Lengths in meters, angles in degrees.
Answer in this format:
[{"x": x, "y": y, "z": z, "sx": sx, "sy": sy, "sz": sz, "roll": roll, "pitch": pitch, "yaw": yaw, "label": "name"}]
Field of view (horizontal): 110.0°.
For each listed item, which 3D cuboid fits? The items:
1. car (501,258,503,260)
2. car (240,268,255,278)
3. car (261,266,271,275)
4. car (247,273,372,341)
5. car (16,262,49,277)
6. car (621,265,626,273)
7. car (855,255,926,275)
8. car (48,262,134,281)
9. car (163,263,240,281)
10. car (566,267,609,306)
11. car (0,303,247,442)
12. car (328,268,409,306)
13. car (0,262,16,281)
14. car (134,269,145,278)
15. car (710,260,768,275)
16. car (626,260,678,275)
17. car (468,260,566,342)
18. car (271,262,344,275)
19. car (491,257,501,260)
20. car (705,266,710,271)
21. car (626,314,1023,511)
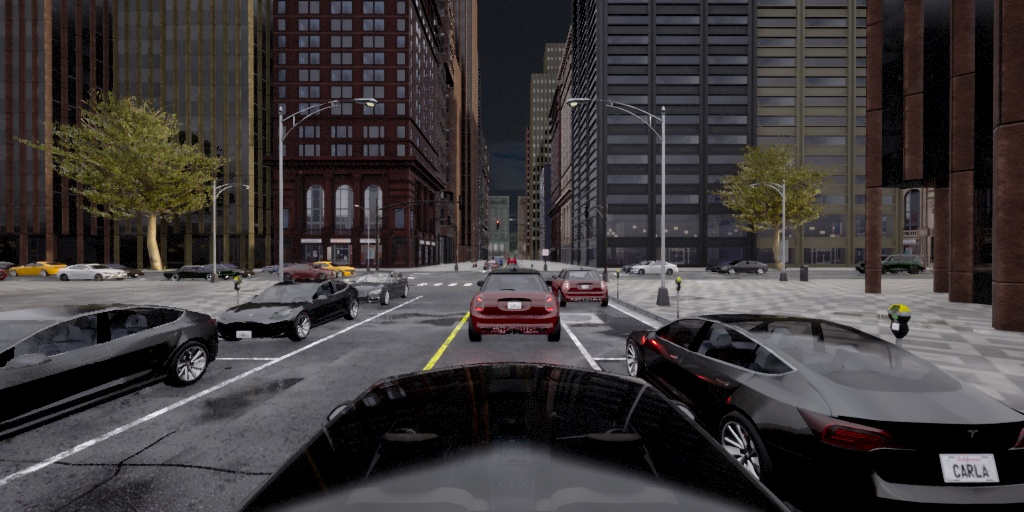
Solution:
[{"x": -3.025, "y": 1.380, "z": 61.337, "sx": 1.895, "sy": 1.301, "sz": 4.718, "roll": 0, "pitch": 0, "yaw": 0, "label": "car"}, {"x": -27.256, "y": 1.379, "z": 33.611, "sx": 5.357, "sy": 1.411, "sz": 2.033, "roll": 0, "pitch": 0, "yaw": 0, "label": "car"}, {"x": -24.994, "y": 1.341, "z": 40.313, "sx": 5.357, "sy": 1.411, "sz": 2.033, "roll": 0, "pitch": 0, "yaw": 0, "label": "car"}, {"x": -5.756, "y": 1.316, "z": 9.884, "sx": 1.948, "sy": 1.339, "sz": 4.313, "roll": 0, "pitch": 0, "yaw": 0, "label": "car"}, {"x": -48.619, "y": 1.354, "z": 37.033, "sx": 5.008, "sy": 1.535, "sz": 1.882, "roll": -1, "pitch": 0, "yaw": 0, "label": "car"}, {"x": 14.726, "y": 1.218, "z": 40.360, "sx": 4.674, "sy": 1.442, "sz": 1.812, "roll": 0, "pitch": 0, "yaw": 0, "label": "car"}, {"x": 39.012, "y": 0.877, "z": 37.128, "sx": 5.566, "sy": 2.045, "sz": 2.150, "roll": 0, "pitch": 0, "yaw": 0, "label": "car"}, {"x": -35.551, "y": 1.396, "z": 30.353, "sx": 4.674, "sy": 1.442, "sz": 1.812, "roll": 0, "pitch": 0, "yaw": 0, "label": "car"}, {"x": -26.340, "y": 1.445, "z": 30.361, "sx": 4.718, "sy": 1.301, "sz": 1.895, "roll": 0, "pitch": 0, "yaw": 0, "label": "car"}, {"x": 2.775, "y": 1.191, "z": 15.514, "sx": 1.967, "sy": 1.591, "sz": 4.097, "roll": 0, "pitch": 0, "yaw": 0, "label": "car"}, {"x": -5.761, "y": 1.316, "z": 4.248, "sx": 1.948, "sy": 1.339, "sz": 4.313, "roll": 0, "pitch": 0, "yaw": 0, "label": "car"}, {"x": -5.750, "y": 1.301, "z": 15.521, "sx": 2.007, "sy": 1.370, "sz": 4.403, "roll": 0, "pitch": 0, "yaw": 0, "label": "car"}, {"x": -46.039, "y": 1.378, "z": 30.379, "sx": 5.008, "sy": 1.535, "sz": 1.882, "roll": 0, "pitch": 0, "yaw": 1, "label": "car"}, {"x": -37.890, "y": 1.409, "z": 33.597, "sx": 5.357, "sy": 1.411, "sz": 2.033, "roll": 0, "pitch": 0, "yaw": -1, "label": "car"}, {"x": 23.709, "y": 1.191, "z": 37.120, "sx": 4.892, "sy": 1.490, "sz": 1.837, "roll": -1, "pitch": 0, "yaw": 0, "label": "car"}, {"x": 14.689, "y": 1.234, "z": 37.118, "sx": 4.674, "sy": 1.442, "sz": 1.812, "roll": 0, "pitch": 0, "yaw": 1, "label": "car"}, {"x": 0.075, "y": 1.102, "z": 9.977, "sx": 2.097, "sy": 1.767, "sz": 4.553, "roll": 0, "pitch": 0, "yaw": 1, "label": "car"}, {"x": -17.240, "y": 1.345, "z": 30.371, "sx": 4.674, "sy": 1.442, "sz": 1.812, "roll": 0, "pitch": 0, "yaw": -2, "label": "car"}, {"x": -3.022, "y": 1.296, "z": 51.981, "sx": 1.812, "sy": 1.442, "sz": 4.674, "roll": 0, "pitch": 0, "yaw": 1, "label": "car"}, {"x": 24.828, "y": 1.218, "z": 40.375, "sx": 5.357, "sy": 1.411, "sz": 2.033, "roll": 0, "pitch": 0, "yaw": 0, "label": "car"}, {"x": 2.764, "y": 1.316, "z": 4.242, "sx": 1.948, "sy": 1.339, "sz": 4.313, "roll": 0, "pitch": 0, "yaw": 0, "label": "car"}]
